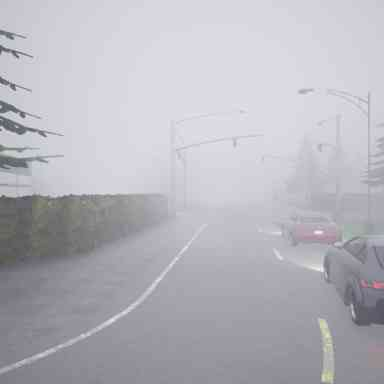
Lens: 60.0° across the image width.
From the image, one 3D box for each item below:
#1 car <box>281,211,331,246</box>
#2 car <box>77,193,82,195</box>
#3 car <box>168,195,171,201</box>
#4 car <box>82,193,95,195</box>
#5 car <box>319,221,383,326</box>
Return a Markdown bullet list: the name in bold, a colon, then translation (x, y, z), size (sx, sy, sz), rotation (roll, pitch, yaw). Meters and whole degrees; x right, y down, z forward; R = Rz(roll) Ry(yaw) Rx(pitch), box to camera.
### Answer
- **car**: translation (5.277, 1.564, 15.143), size (1.994, 1.385, 4.181), rotation (0, 0, 8)
- **car**: translation (-26.288, 1.077, 78.179), size (1.905, 1.878, 3.866), rotation (0, 0, 7)
- **car**: translation (-4.948, 1.373, 75.634), size (1.845, 1.501, 3.633), rotation (0, 0, 7)
- **car**: translation (-23.353, 1.097, 78.207), size (1.932, 1.855, 4.605), rotation (0, 0, 7)
- **car**: translation (4.002, 1.564, 6.830), size (1.994, 1.385, 4.181), rotation (0, 0, 14)
